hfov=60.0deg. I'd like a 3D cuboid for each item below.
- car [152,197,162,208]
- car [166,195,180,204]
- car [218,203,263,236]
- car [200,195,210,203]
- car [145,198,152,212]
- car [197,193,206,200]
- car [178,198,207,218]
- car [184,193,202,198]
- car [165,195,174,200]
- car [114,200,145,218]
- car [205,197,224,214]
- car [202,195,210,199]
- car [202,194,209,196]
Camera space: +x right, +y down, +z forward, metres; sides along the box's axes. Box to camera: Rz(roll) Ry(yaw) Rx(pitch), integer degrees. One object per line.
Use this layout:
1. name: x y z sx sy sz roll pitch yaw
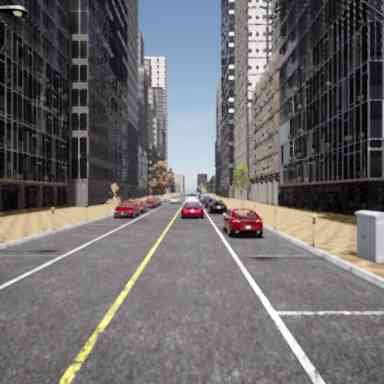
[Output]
1. car: -5.703 1.511 46.598 1.887 1.381 4.507 0 0 0
2. car: -3.058 1.548 60.542 1.895 1.301 4.718 0 0 1
3. car: 2.686 1.540 18.131 1.887 1.381 4.507 0 0 0
4. car: 2.671 1.372 69.361 1.967 1.590 4.097 0 0 0
5. car: -5.700 1.562 35.213 1.802 1.307 4.206 0 0 0
6. car: 2.665 1.199 92.130 2.192 1.841 5.009 0 0 0
7. car: 0.055 1.550 29.782 1.994 1.385 4.181 0 0 0
8. car: -0.015 1.181 52.858 2.150 2.045 5.566 0 0 0
9. car: -5.716 1.447 86.447 2.008 1.369 4.403 0 0 0
10. car: -5.698 1.530 29.519 1.887 1.381 4.507 0 0 0
11. car: 2.681 1.546 35.208 1.947 1.339 4.313 0 0 0
12. car: 2.677 1.533 46.592 1.947 1.339 4.313 0 0 0
13. car: 2.674 1.517 57.976 1.947 1.339 4.313 0 0 0
